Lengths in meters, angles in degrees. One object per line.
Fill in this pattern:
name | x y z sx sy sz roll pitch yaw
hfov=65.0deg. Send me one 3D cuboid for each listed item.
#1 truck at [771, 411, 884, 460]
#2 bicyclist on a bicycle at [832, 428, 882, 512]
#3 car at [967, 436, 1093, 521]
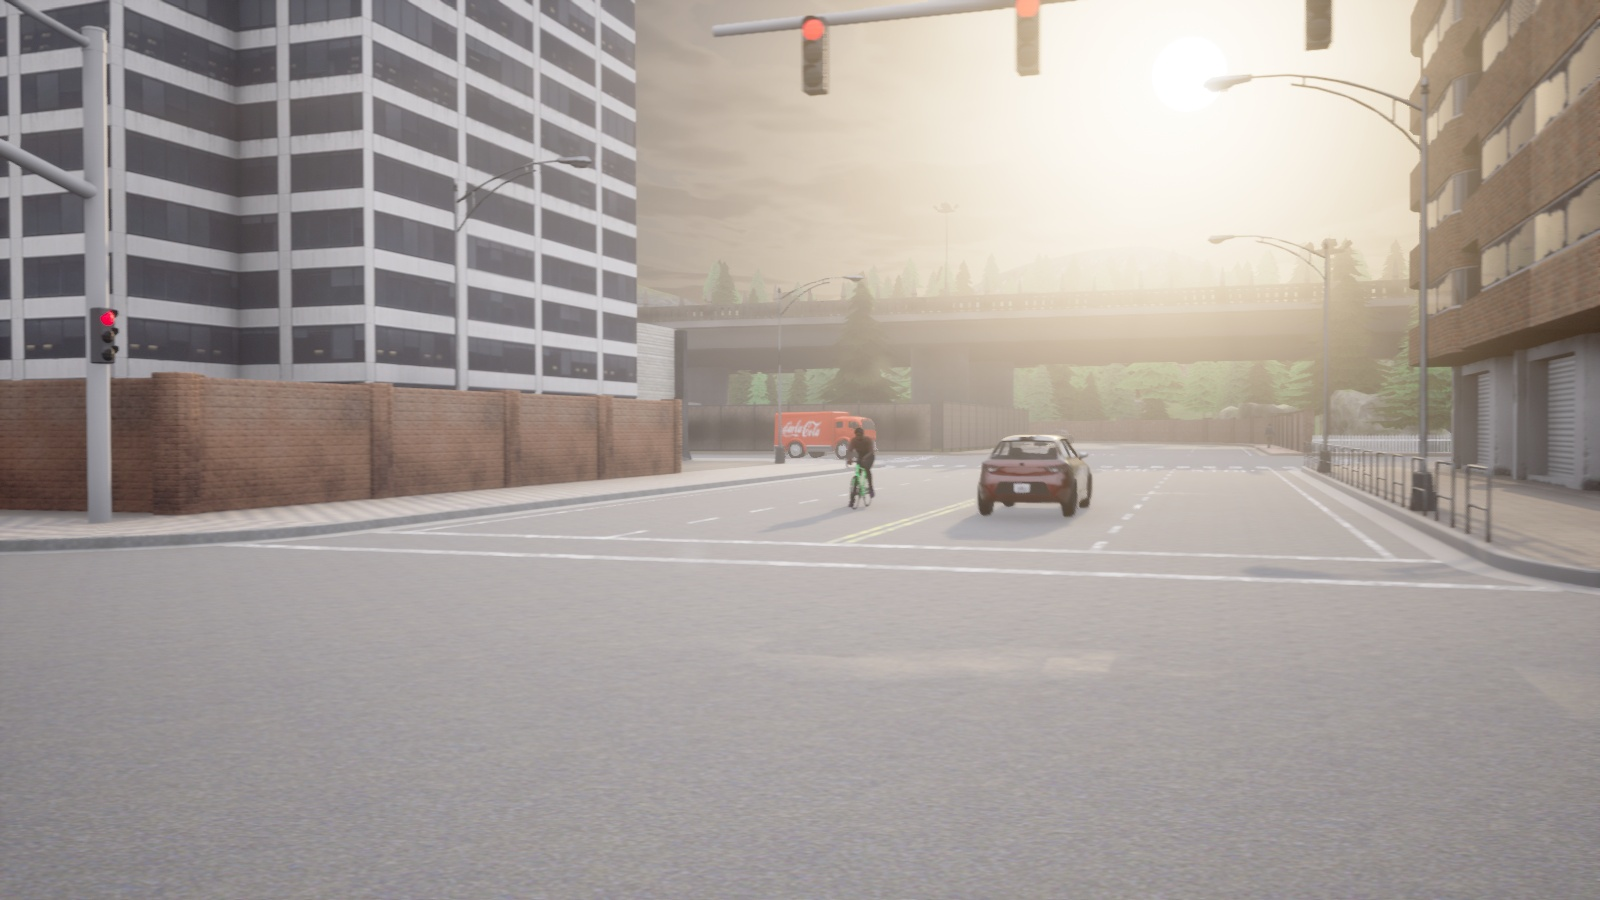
truck | 1.426 -0.750 65.335 5.204 2.467 2.627 0 1 30
bicyclist on a bicycle | 1.154 0.380 25.190 0.582 1.620 1.656 1 1 18
car | 4.510 0.470 24.186 1.816 1.474 4.193 1 1 18
